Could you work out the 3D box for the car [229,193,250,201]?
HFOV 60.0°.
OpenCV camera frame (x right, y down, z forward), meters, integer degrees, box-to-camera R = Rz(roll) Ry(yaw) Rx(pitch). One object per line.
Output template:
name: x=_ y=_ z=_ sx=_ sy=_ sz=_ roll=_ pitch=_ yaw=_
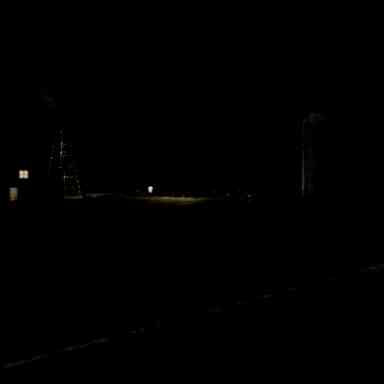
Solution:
car: x=9.901 y=0.906 z=69.075 sx=2.097 sy=1.767 sz=4.553 roll=-1 pitch=1 yaw=-36
